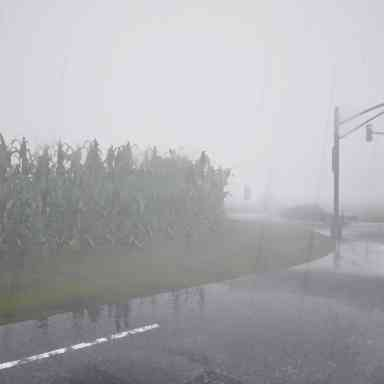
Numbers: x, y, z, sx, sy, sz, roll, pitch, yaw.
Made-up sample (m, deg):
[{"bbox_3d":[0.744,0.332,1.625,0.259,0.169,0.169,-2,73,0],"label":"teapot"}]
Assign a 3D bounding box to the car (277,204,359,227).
[{"bbox_3d":[8.562,1.528,23.101,2.033,1.411,5.357,1,0,-39],"label":"car"}]
